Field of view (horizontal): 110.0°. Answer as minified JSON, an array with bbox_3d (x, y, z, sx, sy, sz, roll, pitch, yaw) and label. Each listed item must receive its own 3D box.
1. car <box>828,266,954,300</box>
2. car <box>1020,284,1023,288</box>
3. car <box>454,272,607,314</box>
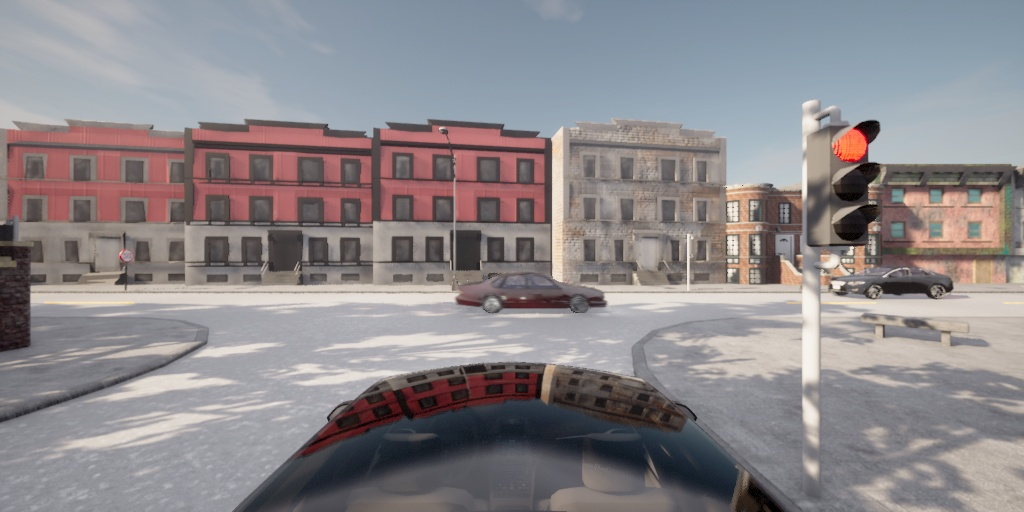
[{"bbox_3d":[18.140,1.247,17.324,4.902,1.511,2.128,0,0,0],"label":"car"},{"bbox_3d":[28.068,1.356,17.309,4.718,1.301,1.895,0,0,0],"label":"car"},{"bbox_3d":[0.641,1.301,13.133,5.357,1.411,2.033,0,0,0],"label":"car"}]
